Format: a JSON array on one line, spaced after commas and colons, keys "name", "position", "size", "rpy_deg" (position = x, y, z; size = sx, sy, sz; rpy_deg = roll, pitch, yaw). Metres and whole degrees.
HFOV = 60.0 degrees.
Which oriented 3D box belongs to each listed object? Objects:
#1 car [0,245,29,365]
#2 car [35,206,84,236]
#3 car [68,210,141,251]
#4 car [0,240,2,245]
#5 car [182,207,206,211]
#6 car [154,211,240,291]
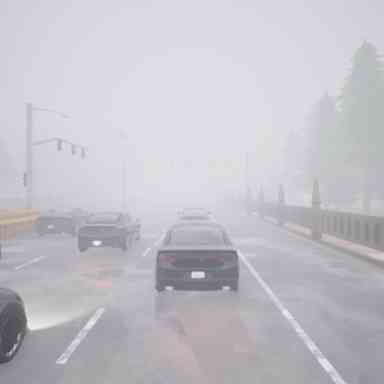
[{"name": "car", "position": [-3.394, 1.575, 3.203], "size": [1.994, 1.385, 4.181], "rpy_deg": [0, 0, 0]}, {"name": "car", "position": [-6.942, 1.537, 18.701], "size": [1.882, 1.535, 5.008], "rpy_deg": [0, 0, -1]}, {"name": "car", "position": [-3.381, 1.552, 14.273], "size": [1.837, 1.490, 4.892], "rpy_deg": [0, 0, 0]}, {"name": "car", "position": [-6.887, 1.378, 8.397], "size": [2.097, 1.767, 4.553], "rpy_deg": [0, 0, 0]}, {"name": "car", "position": [0.127, 1.587, 19.486], "size": [1.812, 1.442, 4.674], "rpy_deg": [0, 0, 0]}, {"name": "car", "position": [0.114, 1.507, 9.122], "size": [1.882, 1.535, 5.008], "rpy_deg": [0, 0, 0]}]
